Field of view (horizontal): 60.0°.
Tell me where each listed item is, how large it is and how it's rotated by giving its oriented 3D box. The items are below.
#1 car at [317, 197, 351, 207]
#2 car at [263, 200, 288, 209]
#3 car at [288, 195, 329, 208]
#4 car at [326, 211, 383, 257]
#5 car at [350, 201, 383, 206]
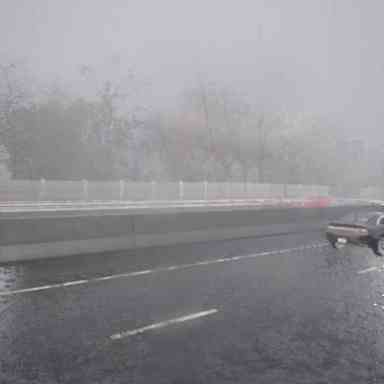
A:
[{"bbox_3d":[16.702,1.596,37.390,4.902,1.511,2.128,0,0,-35],"label":"car"},{"bbox_3d":[11.108,1.699,42.000,4.718,1.301,1.895,0,0,-35],"label":"car"},{"bbox_3d":[14.615,1.325,40.200,5.566,2.045,2.150,0,0,-35],"label":"car"},{"bbox_3d":[7.335,1.530,13.276,4.902,1.511,2.128,0,0,-36],"label":"car"},{"bbox_3d":[18.984,1.706,34.723,4.718,1.301,1.895,0,0,-35],"label":"car"}]
